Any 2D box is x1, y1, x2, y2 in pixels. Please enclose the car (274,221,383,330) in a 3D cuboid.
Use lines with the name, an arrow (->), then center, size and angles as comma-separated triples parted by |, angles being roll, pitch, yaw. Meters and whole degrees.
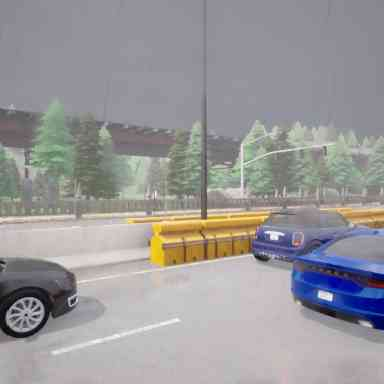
car -> 4.108, 1.478, 6.681 | 5.008, 1.535, 1.882 | 0, 0, -36

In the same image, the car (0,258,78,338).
car -> -4.273, 1.505, 4.998 | 4.892, 1.490, 1.837 | 0, 0, -35

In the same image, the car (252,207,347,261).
car -> 4.147, 1.352, 11.008 | 4.553, 1.767, 2.097 | 0, 0, -36
